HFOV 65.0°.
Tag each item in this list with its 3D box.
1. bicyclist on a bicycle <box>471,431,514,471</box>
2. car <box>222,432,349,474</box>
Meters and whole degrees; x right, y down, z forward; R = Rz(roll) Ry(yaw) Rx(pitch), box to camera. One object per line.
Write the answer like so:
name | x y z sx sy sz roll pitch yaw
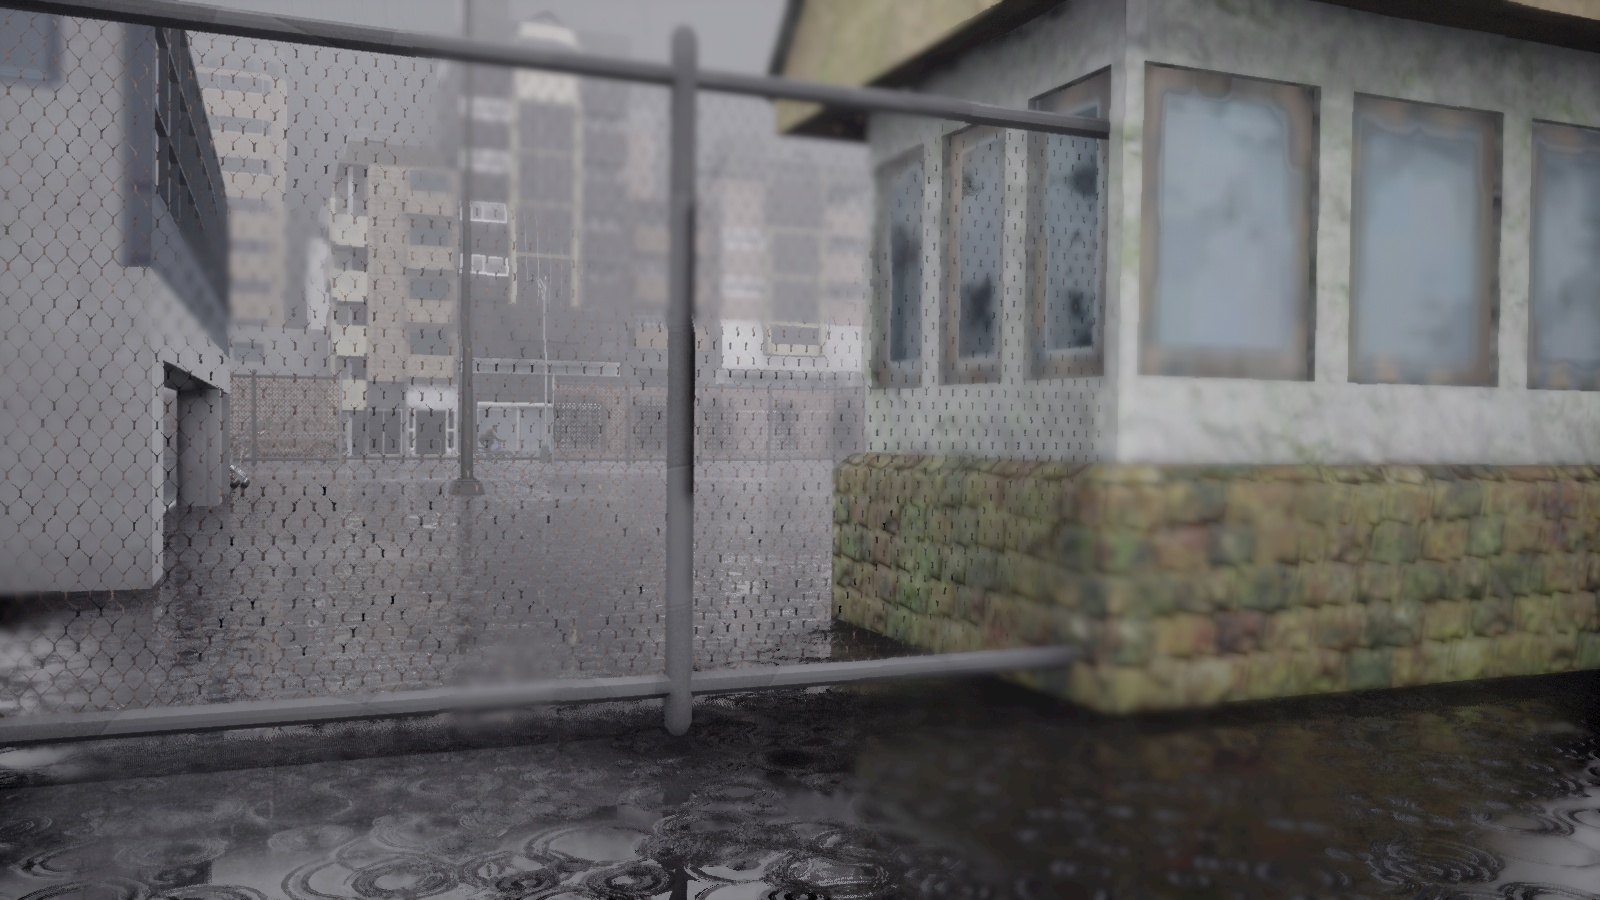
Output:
bicyclist on a bicycle | -12.777 0.040 52.192 1.656 1.620 0.582 -1 1 -22
car | -21.616 0.101 52.884 4.856 1.649 2.033 -1 1 -22
